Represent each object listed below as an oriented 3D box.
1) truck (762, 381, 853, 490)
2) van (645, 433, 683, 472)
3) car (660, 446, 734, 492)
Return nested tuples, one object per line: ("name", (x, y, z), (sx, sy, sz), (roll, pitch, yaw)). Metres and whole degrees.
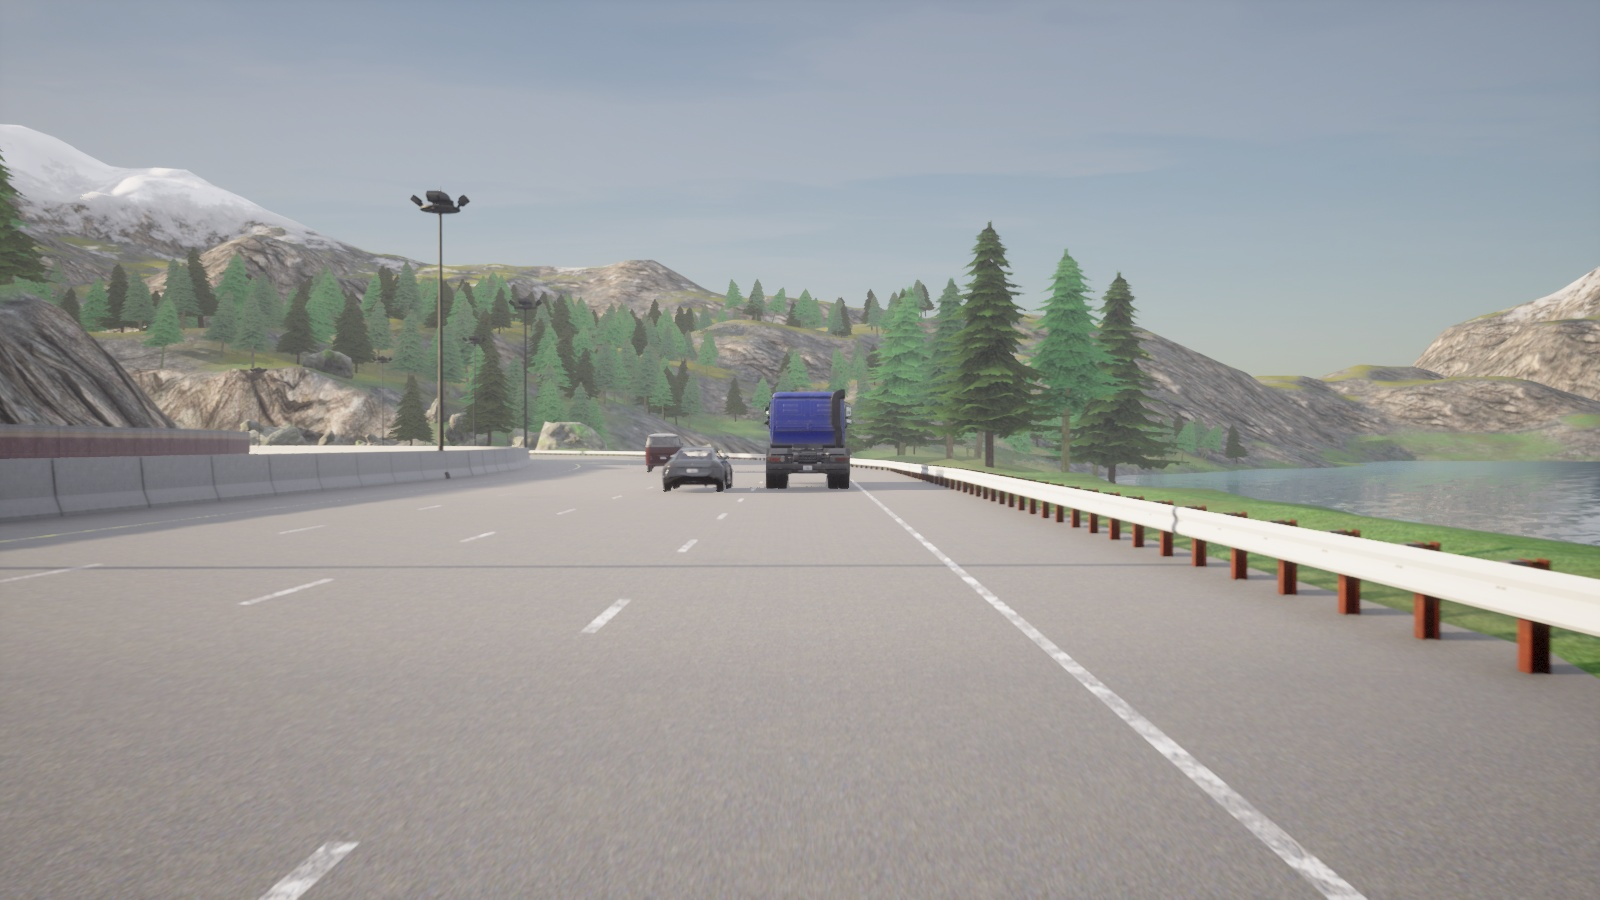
("truck", (0.269, -0.484, 44.111), (2.891, 3.462, 7.936), (0, 0, 0))
("van", (-7.097, 0.123, 65.763), (1.775, 1.987, 4.442), (0, 0, -4))
("car", (-3.251, 0.579, 40.480), (1.994, 1.385, 4.181), (0, 0, 1))
